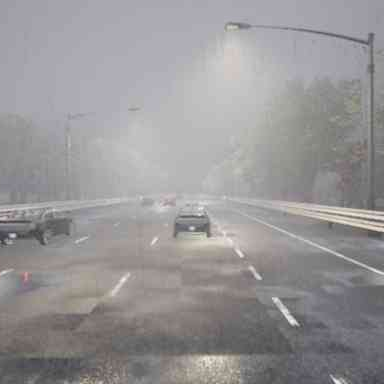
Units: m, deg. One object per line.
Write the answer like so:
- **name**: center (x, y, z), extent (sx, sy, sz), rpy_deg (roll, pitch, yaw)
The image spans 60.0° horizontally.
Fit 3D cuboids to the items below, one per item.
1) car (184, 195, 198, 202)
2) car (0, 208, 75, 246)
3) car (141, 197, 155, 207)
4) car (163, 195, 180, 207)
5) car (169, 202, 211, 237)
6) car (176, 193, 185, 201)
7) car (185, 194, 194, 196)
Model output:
- **car**: center (0.011, 1.634, 53.097), extent (1.895, 1.301, 4.718), rpy_deg (0, 0, 0)
- **car**: center (-6.999, 1.501, 15.411), extent (2.128, 1.511, 4.902), rpy_deg (0, 0, 0)
- **car**: center (-6.990, 1.526, 53.207), extent (2.128, 1.511, 4.902), rpy_deg (0, 0, 0)
- **car**: center (-3.491, 1.581, 53.118), extent (2.033, 1.411, 5.357), rpy_deg (0, 0, 0)
- **car**: center (0.004, 1.501, 17.987), extent (2.128, 1.511, 4.902), rpy_deg (0, 0, 0)
- **car**: center (-3.480, 1.303, 90.955), extent (2.150, 2.045, 5.566), rpy_deg (0, 0, 0)
- **car**: center (0.015, 1.407, 72.756), extent (2.097, 1.767, 4.553), rpy_deg (0, 0, 0)
